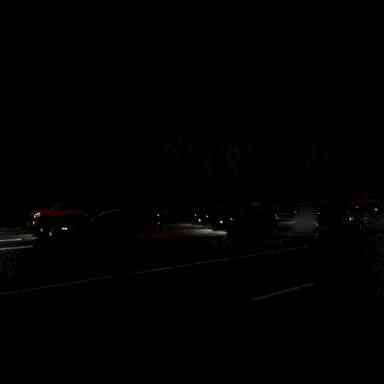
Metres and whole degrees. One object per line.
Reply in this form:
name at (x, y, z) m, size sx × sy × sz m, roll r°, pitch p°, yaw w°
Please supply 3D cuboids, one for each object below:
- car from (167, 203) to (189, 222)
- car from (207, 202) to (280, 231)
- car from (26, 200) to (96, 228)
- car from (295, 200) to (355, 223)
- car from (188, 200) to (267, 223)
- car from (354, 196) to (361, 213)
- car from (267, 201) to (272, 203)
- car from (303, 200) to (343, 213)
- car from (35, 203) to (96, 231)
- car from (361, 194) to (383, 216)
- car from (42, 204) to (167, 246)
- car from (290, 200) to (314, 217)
car at (-0.909, 1.564, 26.086) m, size 4.181 × 1.385 × 1.994 m, roll 0°, pitch 0°, yaw -36°
car at (3.324, 1.564, 20.506) m, size 4.181 × 1.385 × 1.994 m, roll 0°, pitch 0°, yaw -35°
car at (-7.931, 1.352, 21.068) m, size 4.553 × 1.767 × 2.097 m, roll 0°, pitch 0°, yaw -35°
car at (10.175, 1.564, 25.383) m, size 4.181 × 1.385 × 1.994 m, roll 0°, pitch 0°, yaw -35°
car at (2.693, 1.547, 24.358) m, size 5.357 × 1.411 × 2.033 m, roll 0°, pitch 0°, yaw -36°
car at (19.435, 1.221, 36.197) m, size 5.566 × 2.045 × 2.150 m, roll 0°, pitch 0°, yaw -35°
car at (6.219, 1.526, 31.146) m, size 4.674 × 1.442 × 1.812 m, roll 0°, pitch 0°, yaw -35°
car at (14.623, 1.601, 37.074) m, size 4.718 × 1.301 × 1.895 m, roll 0°, pitch 0°, yaw -36°
car at (-5.522, 1.547, 18.532) m, size 5.357 × 1.411 × 2.033 m, roll 0°, pitch 0°, yaw -35°
car at (18.745, 1.221, 31.418) m, size 5.566 × 2.045 × 2.150 m, roll 0°, pitch 0°, yaw -36°
car at (-3.920, 1.492, 15.330) m, size 4.902 × 1.511 × 2.128 m, roll 0°, pitch 0°, yaw -36°
car at (10.944, 1.505, 30.208) m, size 4.892 × 1.490 × 1.837 m, roll 0°, pitch 0°, yaw -35°
